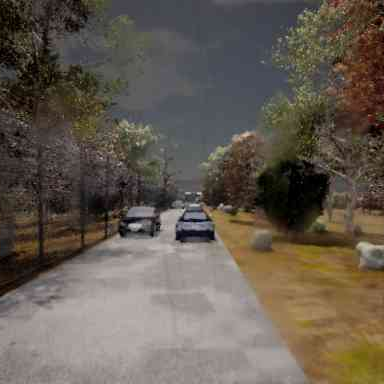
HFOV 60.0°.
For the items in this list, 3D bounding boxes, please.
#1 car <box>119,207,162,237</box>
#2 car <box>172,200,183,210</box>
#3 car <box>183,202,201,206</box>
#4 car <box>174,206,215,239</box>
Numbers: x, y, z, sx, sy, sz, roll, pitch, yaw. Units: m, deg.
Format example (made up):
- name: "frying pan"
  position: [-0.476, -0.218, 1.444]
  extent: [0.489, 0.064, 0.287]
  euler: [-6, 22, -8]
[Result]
- name: "car"
  position: [-2.784, 1.584, 18.640]
  extent: [2.128, 1.511, 4.902]
  euler: [0, -1, 0]
- name: "car"
  position: [-2.421, 2.242, 59.024]
  extent: [2.097, 1.767, 4.553]
  euler: [0, -2, 1]
- name: "car"
  position: [0.264, 1.850, 35.317]
  extent: [1.812, 1.442, 4.674]
  euler: [0, -1, 0]
- name: "car"
  position: [0.163, 1.650, 17.765]
  extent: [1.994, 1.385, 4.181]
  euler: [0, -1, 0]
